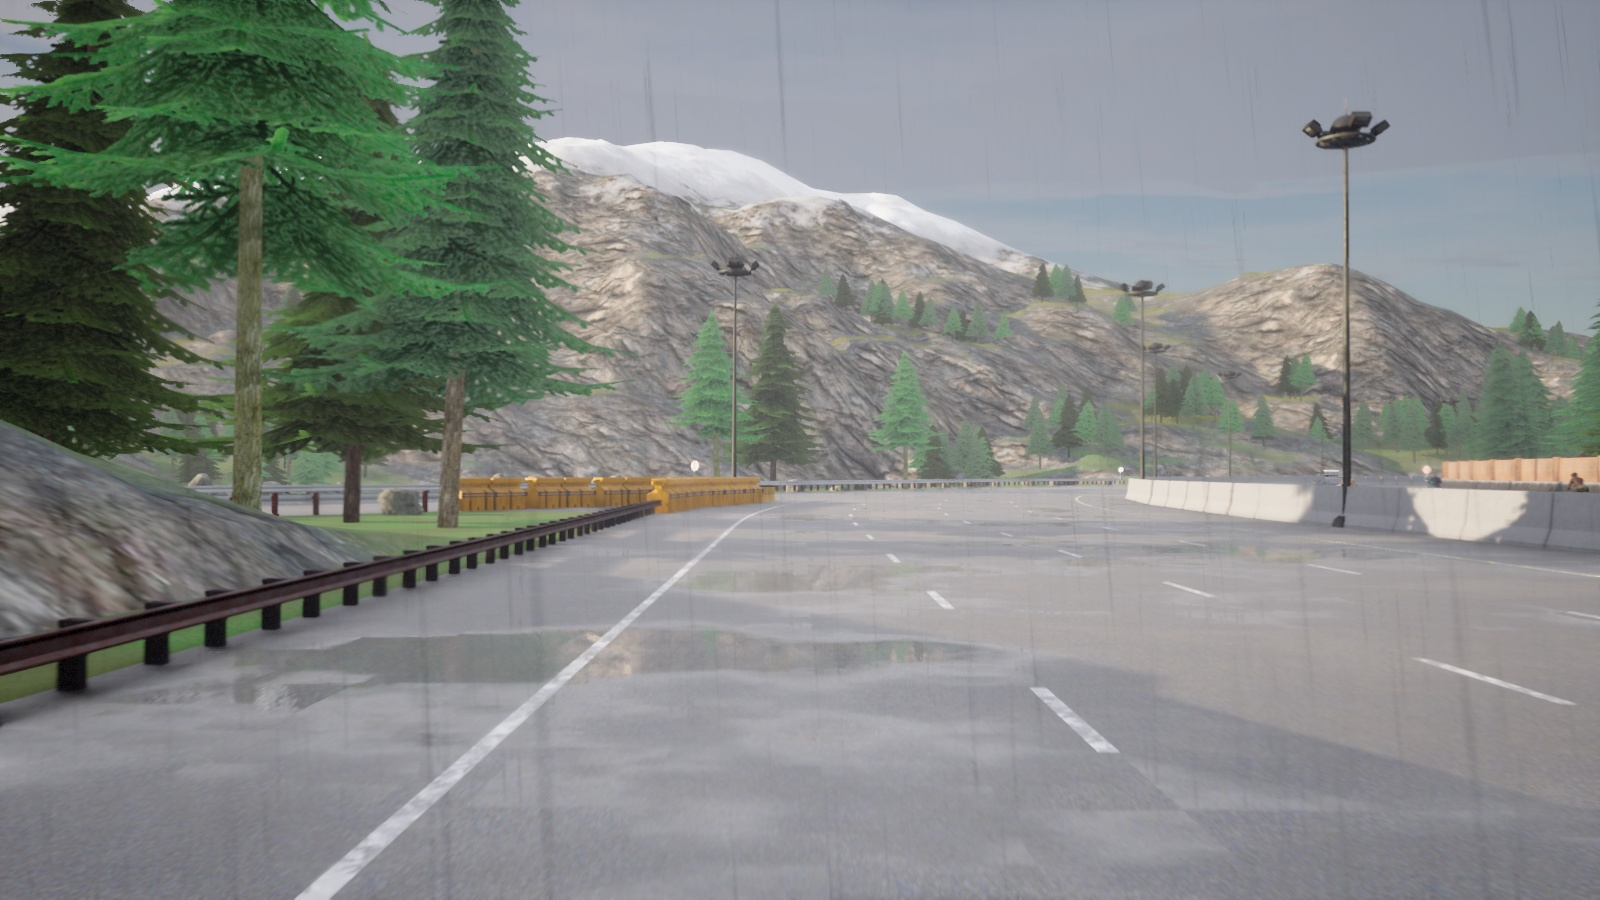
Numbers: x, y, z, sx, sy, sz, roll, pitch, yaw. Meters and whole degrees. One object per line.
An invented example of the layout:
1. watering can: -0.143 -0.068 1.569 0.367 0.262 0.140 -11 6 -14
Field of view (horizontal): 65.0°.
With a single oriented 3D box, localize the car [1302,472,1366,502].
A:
1. car: 26.508 1.819 62.506 1.994 1.385 4.181 0 -1 9
